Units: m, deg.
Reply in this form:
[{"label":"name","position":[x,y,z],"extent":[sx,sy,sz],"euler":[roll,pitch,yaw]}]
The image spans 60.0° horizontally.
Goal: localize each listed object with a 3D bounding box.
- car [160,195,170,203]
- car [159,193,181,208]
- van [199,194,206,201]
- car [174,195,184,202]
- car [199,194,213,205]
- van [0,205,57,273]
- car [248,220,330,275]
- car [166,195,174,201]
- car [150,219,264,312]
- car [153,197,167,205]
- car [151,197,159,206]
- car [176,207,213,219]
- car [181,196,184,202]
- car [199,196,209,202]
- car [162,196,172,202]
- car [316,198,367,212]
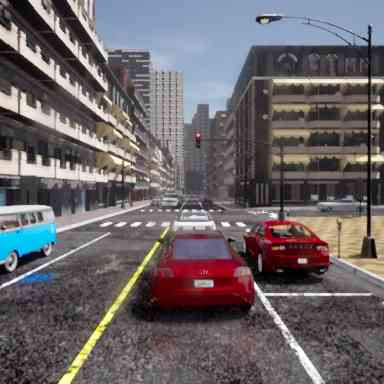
[{"label":"car","position":[-5.678,1.444,70.371],"extent":[1.967,1.590,4.097],"euler":[-1,0,0]},{"label":"car","position":[-3.066,1.210,47.371],"extent":[2.150,2.045,5.566],"euler":[0,1,0]},{"label":"van","position":[2.706,1.356,86.947],"extent":[1.690,1.788,3.998],"euler":[-1,0,0]},{"label":"car","position":[-2.978,1.530,76.967],"extent":[2.128,1.511,4.902],"euler":[0,0,0]},{"label":"car","position":[2.699,1.438,59.307],"extent":[1.967,1.590,4.097],"euler":[-1,0,0]},{"label":"van","position":[-5.696,1.337,10.311],"extent":[1.690,1.788,3.998],"euler":[0,0,0]},{"label":"car","position":[2.685,1.540,10.308],"extent":[1.887,1.381,4.507],"euler":[0,0,0]},{"label":"car","position":[-5.672,1.540,86.785],"extent":[1.752,1.417,4.829],"euler":[-1,0,0]},{"label":"car","position":[0.124,1.561,7.796],"extent":[1.994,1.385,4.181],"euler":[0,0,-2]},{"label":"car","position":[-5.680,1.564,59.315],"extent":[1.947,1.339,4.313],"euler":[0,0,0]},{"label":"car","position":[-5.682,1.546,53.787],"extent":[2.008,1.369,4.403],"euler":[0,0,0]},{"label":"car","position":[0.116,1.595,16.596],"extent":[1.895,1.301,4.718],"euler":[0,0,1]},{"label":"car","position":[-3.043,1.564,61.863],"extent":[1.994,1.385,4.181],"euler":[0,0,0]},{"label":"car","position":[2.705,1.558,75.891],"extent":[2.008,1.369,4.403],"euler":[-1,0,0]},{"label":"car","position":[-5.676,1.589,75.899],"extent":[1.802,1.307,4.206],"euler":[-1,0,0]},{"label":"car","position":[15.008,1.317,33.294],"extent":[4.718,1.301,1.895],"euler":[-1,0,-1]}]
